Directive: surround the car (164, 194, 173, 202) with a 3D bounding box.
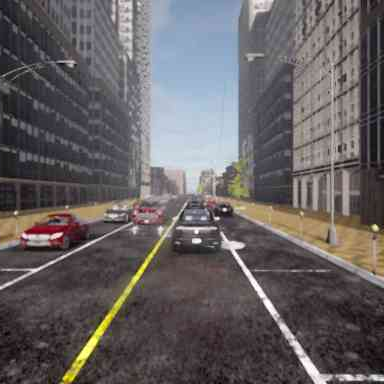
[{"bbox_3d":[-5.290,1.422,65.405,1.967,1.590,4.097,0,0,0],"label":"car"}]

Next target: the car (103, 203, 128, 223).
[{"bbox_3d":[-5.539,1.543,25.561,2.008,1.369,4.403,0,0,0],"label":"car"}]

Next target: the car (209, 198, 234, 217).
[{"bbox_3d":[2.877,1.575,31.188,1.947,1.339,4.313,0,0,0],"label":"car"}]

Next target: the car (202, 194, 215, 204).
[{"bbox_3d":[3.019,1.444,53.955,1.967,1.590,4.097,0,0,0],"label":"car"}]

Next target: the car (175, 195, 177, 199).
[{"bbox_3d":[-5.220,1.541,76.790,1.947,1.339,4.313,0,0,0],"label":"car"}]

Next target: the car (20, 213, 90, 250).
[{"bbox_3d":[-5.610,1.573,14.175,1.802,1.307,4.206,0,0,0],"label":"car"}]

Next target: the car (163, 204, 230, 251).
[{"bbox_3d":[0.176,1.495,14.016,2.128,1.511,4.902,0,0,0],"label":"car"}]

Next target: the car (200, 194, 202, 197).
[{"bbox_3d":[3.126,1.521,71.201,1.752,1.417,4.829,0,0,0],"label":"car"}]

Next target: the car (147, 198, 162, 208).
[{"bbox_3d":[-5.398,1.570,48.330,1.802,1.307,4.206,0,0,0],"label":"car"}]

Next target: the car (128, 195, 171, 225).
[{"bbox_3d":[-2.945,1.349,24.073,2.097,1.767,4.553,0,0,1],"label":"car"}]

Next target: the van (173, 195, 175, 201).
[{"bbox_3d":[-5.254,1.320,71.098,1.690,1.788,3.998,0,0,0],"label":"van"}]

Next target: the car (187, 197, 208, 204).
[{"bbox_3d":[0.286,1.508,31.670,1.837,1.490,4.892,0,0,0],"label":"car"}]

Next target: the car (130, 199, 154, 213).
[{"bbox_3d":[-5.468,1.536,36.945,1.887,1.381,4.507,0,0,0],"label":"car"}]

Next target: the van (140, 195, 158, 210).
[{"bbox_3d":[-5.431,1.331,42.638,1.690,1.788,3.998,0,0,0],"label":"van"}]
